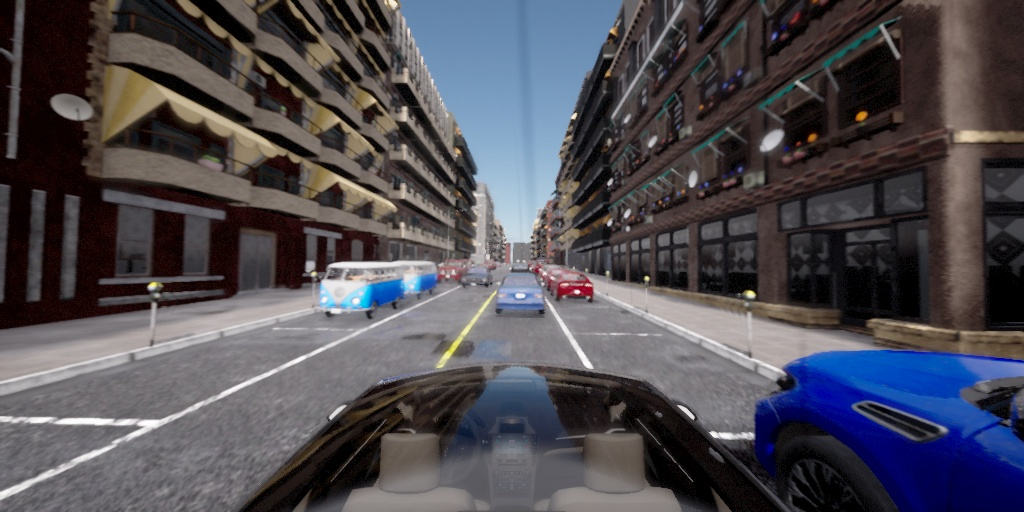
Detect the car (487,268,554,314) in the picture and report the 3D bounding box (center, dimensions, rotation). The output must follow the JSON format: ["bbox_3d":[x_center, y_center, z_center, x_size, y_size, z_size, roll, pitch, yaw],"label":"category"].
[{"bbox_3d":[0.337,1.394,14.442,2.033,1.411,5.357,1,0,1],"label":"car"}]

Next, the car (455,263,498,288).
[{"bbox_3d":[-2.349,1.451,25.440,2.033,1.411,5.357,1,0,1],"label":"car"}]

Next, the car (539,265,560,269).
[{"bbox_3d":[3.007,1.495,23.442,1.888,1.381,4.507,0,0,1],"label":"car"}]

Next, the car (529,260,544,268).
[{"bbox_3d":[3.359,1.411,40.030,2.192,1.841,5.009,0,0,1],"label":"car"}]

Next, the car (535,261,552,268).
[{"bbox_3d":[3.143,1.438,28.971,1.967,1.591,4.097,0,0,1],"label":"car"}]

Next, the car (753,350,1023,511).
[{"bbox_3d":[2.895,1.003,0.376,2.150,2.045,5.566,1,0,1],"label":"car"}]

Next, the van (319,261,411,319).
[{"bbox_3d":[-5.128,1.109,12.629,1.690,1.789,3.998,0,0,1],"label":"van"}]

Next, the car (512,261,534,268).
[{"bbox_3d":[0.750,1.474,32.120,1.882,1.535,5.008,1,0,1],"label":"car"}]

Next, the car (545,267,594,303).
[{"bbox_3d":[2.879,1.449,17.913,1.888,1.381,4.507,0,0,1],"label":"car"}]

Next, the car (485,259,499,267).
[{"bbox_3d":[-3.972,1.540,62.386,2.192,1.841,5.009,0,0,1],"label":"car"}]

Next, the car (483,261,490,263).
[{"bbox_3d":[-4.357,1.624,45.803,1.948,1.339,4.313,0,0,1],"label":"car"}]

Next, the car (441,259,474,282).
[{"bbox_3d":[-4.743,1.222,29.216,2.192,1.841,5.009,0,0,1],"label":"car"}]

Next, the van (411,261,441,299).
[{"bbox_3d":[-5.000,1.154,18.159,1.690,1.789,3.998,0,0,1],"label":"van"}]
